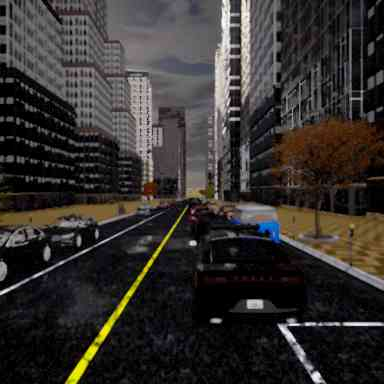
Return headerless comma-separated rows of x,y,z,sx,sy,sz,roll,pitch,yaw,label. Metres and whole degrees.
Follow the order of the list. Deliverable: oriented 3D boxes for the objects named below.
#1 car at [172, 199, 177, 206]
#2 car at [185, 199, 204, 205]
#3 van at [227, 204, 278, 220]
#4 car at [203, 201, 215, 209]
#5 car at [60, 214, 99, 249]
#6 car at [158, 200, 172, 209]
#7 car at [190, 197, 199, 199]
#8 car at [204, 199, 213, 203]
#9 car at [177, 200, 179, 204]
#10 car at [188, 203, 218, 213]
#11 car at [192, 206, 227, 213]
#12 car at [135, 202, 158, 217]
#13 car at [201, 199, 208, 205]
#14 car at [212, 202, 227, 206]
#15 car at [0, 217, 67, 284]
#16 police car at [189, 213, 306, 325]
-5.135,2.524,77.265,1.887,1.381,4.507,-1,-1,0,car
0.369,2.058,45.272,1.837,1.490,4.892,0,-1,1,car
2.794,1.518,15.340,1.690,1.788,3.998,-1,-1,0,van
3.124,2.304,60.331,1.947,1.339,4.313,-1,-1,0,car
-5.581,1.751,15.397,2.008,1.369,4.403,-1,-1,0,car
-5.259,2.201,60.393,1.967,1.590,4.097,-1,-1,0,car
0.437,1.952,59.265,2.150,2.045,5.566,0,-1,0,car
3.043,2.122,49.255,1.752,1.417,4.829,-1,-1,0,car
-5.053,2.709,88.513,1.802,1.307,4.206,-1,-1,0,car
0.941,1.762,23.513,1.882,1.535,5.008,0,-1,3,car
1.037,1.713,17.475,1.837,1.490,4.892,0,-1,0,car
-5.418,2.027,37.894,2.008,1.369,4.403,-1,-1,0,car
3.327,2.632,88.623,1.752,1.417,4.829,-1,-1,0,car
2.878,1.755,26.587,1.967,1.590,4.097,-1,-1,0,car
-5.621,1.683,9.773,2.008,1.369,4.403,-1,-1,0,car
0.965,1.514,7.587,1.930,1.638,5.238,0,-1,0,police car
